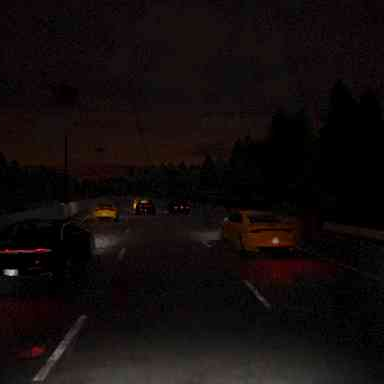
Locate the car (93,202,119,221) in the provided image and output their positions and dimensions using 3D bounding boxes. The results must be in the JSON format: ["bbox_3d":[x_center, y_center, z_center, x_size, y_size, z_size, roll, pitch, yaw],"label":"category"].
[{"bbox_3d":[-7.093,1.523,27.495,1.882,1.535,5.008,0,0,-11],"label":"car"}]

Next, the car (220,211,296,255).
[{"bbox_3d":[2.472,1.500,13.599,1.882,1.535,5.008,0,0,-7],"label":"car"}]

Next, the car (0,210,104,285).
[{"bbox_3d":[-4.094,1.507,9.520,2.128,1.511,4.902,0,0,-6],"label":"car"}]

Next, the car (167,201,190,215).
[{"bbox_3d":[-1.476,1.605,35.167,2.033,1.411,5.357,0,0,-11],"label":"car"}]

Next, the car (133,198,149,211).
[{"bbox_3d":[-6.812,1.551,43.916,1.882,1.535,5.008,0,0,-11],"label":"car"}]

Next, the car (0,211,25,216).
[{"bbox_3d":[-13.919,1.590,25.046,2.033,1.411,5.357,0,0,-11],"label":"car"}]

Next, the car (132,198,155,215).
[{"bbox_3d":[-4.836,1.548,34.058,2.128,1.511,4.902,0,0,-11],"label":"car"}]
